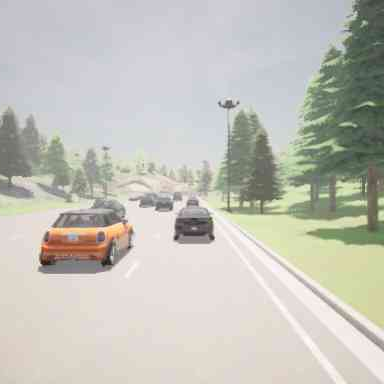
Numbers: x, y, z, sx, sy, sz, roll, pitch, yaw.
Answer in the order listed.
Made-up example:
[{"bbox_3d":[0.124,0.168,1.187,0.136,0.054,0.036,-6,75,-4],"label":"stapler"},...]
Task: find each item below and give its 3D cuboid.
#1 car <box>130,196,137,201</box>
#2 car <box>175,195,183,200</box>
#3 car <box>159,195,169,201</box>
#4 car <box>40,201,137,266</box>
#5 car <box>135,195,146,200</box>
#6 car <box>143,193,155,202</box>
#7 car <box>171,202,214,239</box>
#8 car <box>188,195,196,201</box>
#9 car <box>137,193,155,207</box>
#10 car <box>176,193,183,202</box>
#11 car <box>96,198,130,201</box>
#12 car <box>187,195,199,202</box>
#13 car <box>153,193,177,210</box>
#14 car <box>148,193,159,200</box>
[{"bbox_3d":[-13.983,1.616,80.234,1.895,1.301,4.718,0,0,0],"label":"car"},{"bbox_3d":[-3.480,1.464,90.202,2.128,1.511,4.902,0,0,0],"label":"car"},{"bbox_3d":[-6.982,1.568,84.369,2.033,1.411,5.357,0,0,0],"label":"car"},{"bbox_3d":[-3.396,1.356,11.640,2.097,1.767,4.553,0,0,0],"label":"car"},{"bbox_3d":[-13.980,1.466,90.205,2.128,1.511,4.902,0,0,0],"label":"car"},{"bbox_3d":[-10.482,1.245,80.650,2.150,2.045,5.566,0,0,0],"label":"car"},{"bbox_3d":[0.104,1.483,17.364,1.882,1.535,5.008,0,0,0],"label":"car"},{"bbox_3d":[0.018,1.564,82.701,2.033,1.411,5.357,0,0,0],"label":"car"},{"bbox_3d":[-6.890,1.372,52.611,2.097,1.767,4.553,0,0,0],"label":"car"},{"bbox_3d":[-3.483,1.244,79.815,2.150,2.045,5.566,0,0,0],"label":"car"},{"bbox_3d":[-6.894,1.363,27.638,2.097,1.767,4.553,0,0,0],"label":"car"},{"bbox_3d":[0.111,1.507,49.715,2.128,1.511,4.902,0,0,0],"label":"car"},{"bbox_3d":[-3.392,1.366,42.408,2.097,1.767,4.553,0,0,0],"label":"car"},{"bbox_3d":[-10.480,1.165,90.651,2.150,2.045,5.566,0,0,0],"label":"car"}]
